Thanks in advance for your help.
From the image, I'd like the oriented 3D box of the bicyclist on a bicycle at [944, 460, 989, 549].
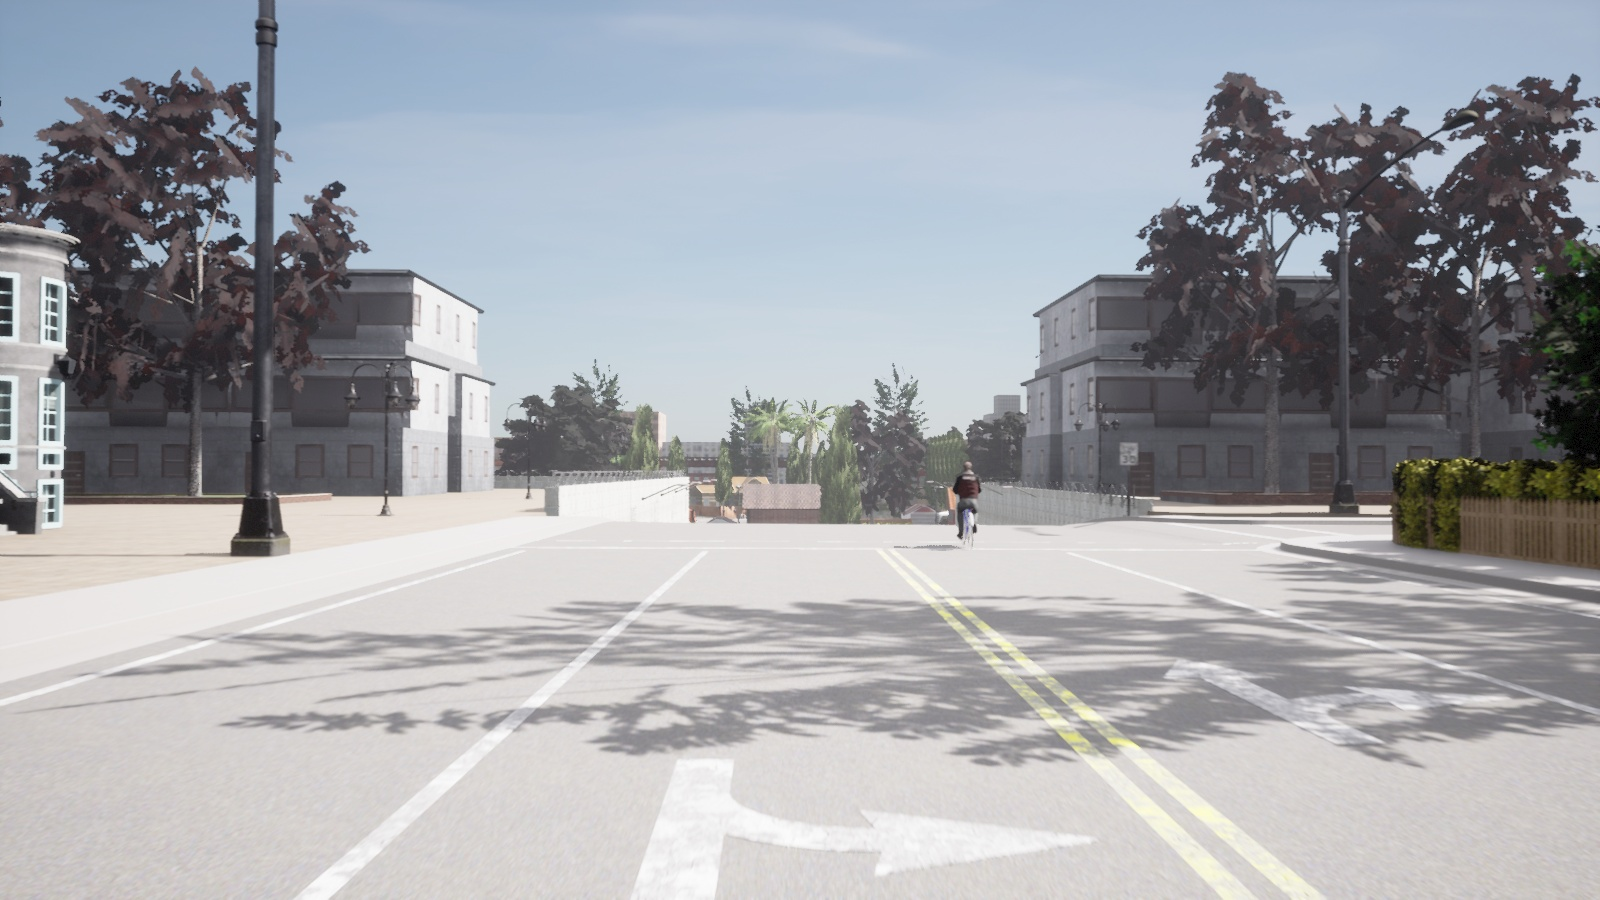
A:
[{"bbox_3d":[3.436,1.107,26.015,0.659,1.776,1.843,0,-1,0],"label":"bicyclist on a bicycle"}]
